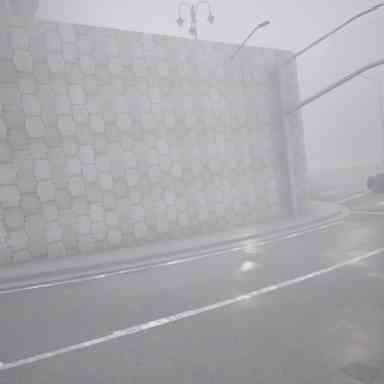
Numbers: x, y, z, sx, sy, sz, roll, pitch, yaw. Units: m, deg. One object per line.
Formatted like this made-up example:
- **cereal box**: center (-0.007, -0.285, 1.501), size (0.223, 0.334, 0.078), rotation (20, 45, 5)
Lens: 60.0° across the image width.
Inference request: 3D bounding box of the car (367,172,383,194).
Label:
- **car**: center (13.455, -0.683, 20.838), size (2.128, 1.511, 4.902), rotation (-10, 6, -24)
